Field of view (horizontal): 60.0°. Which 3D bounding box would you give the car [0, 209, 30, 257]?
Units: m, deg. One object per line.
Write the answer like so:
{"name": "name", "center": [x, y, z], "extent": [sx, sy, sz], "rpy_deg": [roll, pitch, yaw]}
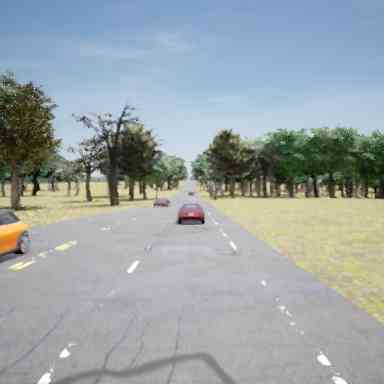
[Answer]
{"name": "car", "center": [-7.014, 1.363, 10.335], "extent": [2.097, 1.767, 4.553], "rpy_deg": [0, 0, 0]}

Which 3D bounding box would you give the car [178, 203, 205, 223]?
{"name": "car", "center": [-0.048, 1.544, 25.561], "extent": [1.994, 1.385, 4.181], "rpy_deg": [0, 0, 0]}

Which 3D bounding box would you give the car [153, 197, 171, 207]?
{"name": "car", "center": [-4.215, 1.472, 47.634], "extent": [1.994, 1.385, 4.181], "rpy_deg": [0, 0, 6]}
